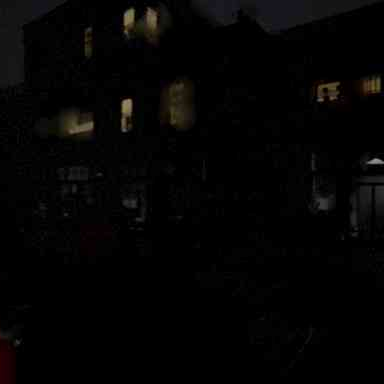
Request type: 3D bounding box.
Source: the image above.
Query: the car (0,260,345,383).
[{"bbox_3d":[-0.745,1.463,3.399,4.097,1.590,1.967,-1,0,35],"label":"car"}]

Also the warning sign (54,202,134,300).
[{"bbox_3d":[-2.130,1.170,7.314,1.060,1.860,1.300,0,-1,35],"label":"warning sign"}]
